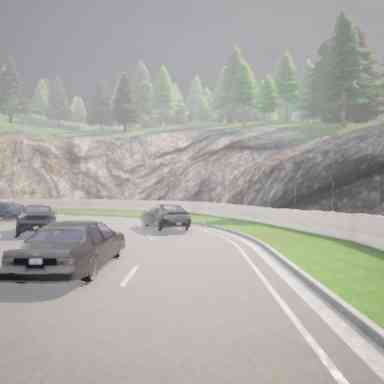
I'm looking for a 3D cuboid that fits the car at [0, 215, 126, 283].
[{"bbox_3d":[-3.316,1.527,9.610,2.033,1.411,5.357,0,0,1],"label":"car"}]

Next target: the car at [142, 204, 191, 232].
[{"bbox_3d":[-1.639,1.464,19.937,2.128,1.511,4.902,0,0,-23],"label":"car"}]

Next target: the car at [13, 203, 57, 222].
[{"bbox_3d":[-8.464,1.460,18.012,1.837,1.490,4.892,2,-1,-26],"label":"car"}]

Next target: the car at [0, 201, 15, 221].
[{"bbox_3d":[-15.205,1.474,26.059,5.357,1.411,2.033,0,0,4],"label":"car"}]

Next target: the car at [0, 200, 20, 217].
[{"bbox_3d":[-17.890,1.441,29.164,4.674,1.442,1.812,0,0,-3],"label":"car"}]
